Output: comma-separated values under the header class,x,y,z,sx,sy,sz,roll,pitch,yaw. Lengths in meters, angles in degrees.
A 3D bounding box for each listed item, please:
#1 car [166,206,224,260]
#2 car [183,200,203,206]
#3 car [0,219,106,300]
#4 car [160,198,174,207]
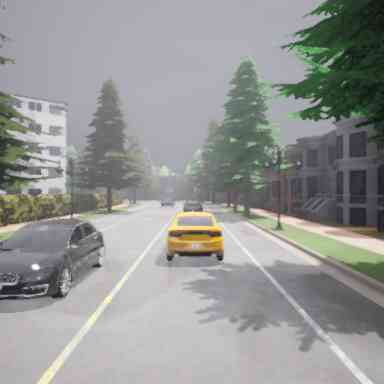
class,x,y,z,sx,sy,sz,roll,pitch,yaw
car,0.099,1.493,12.617,1.882,1.535,5.008,0,0,0
car,0.100,1.533,33.242,2.128,1.511,4.902,0,0,0
car,-3.600,1.516,8.581,1.837,1.490,4.892,0,0,0
car,-3.752,1.628,51.412,1.994,1.385,4.181,0,0,-2
